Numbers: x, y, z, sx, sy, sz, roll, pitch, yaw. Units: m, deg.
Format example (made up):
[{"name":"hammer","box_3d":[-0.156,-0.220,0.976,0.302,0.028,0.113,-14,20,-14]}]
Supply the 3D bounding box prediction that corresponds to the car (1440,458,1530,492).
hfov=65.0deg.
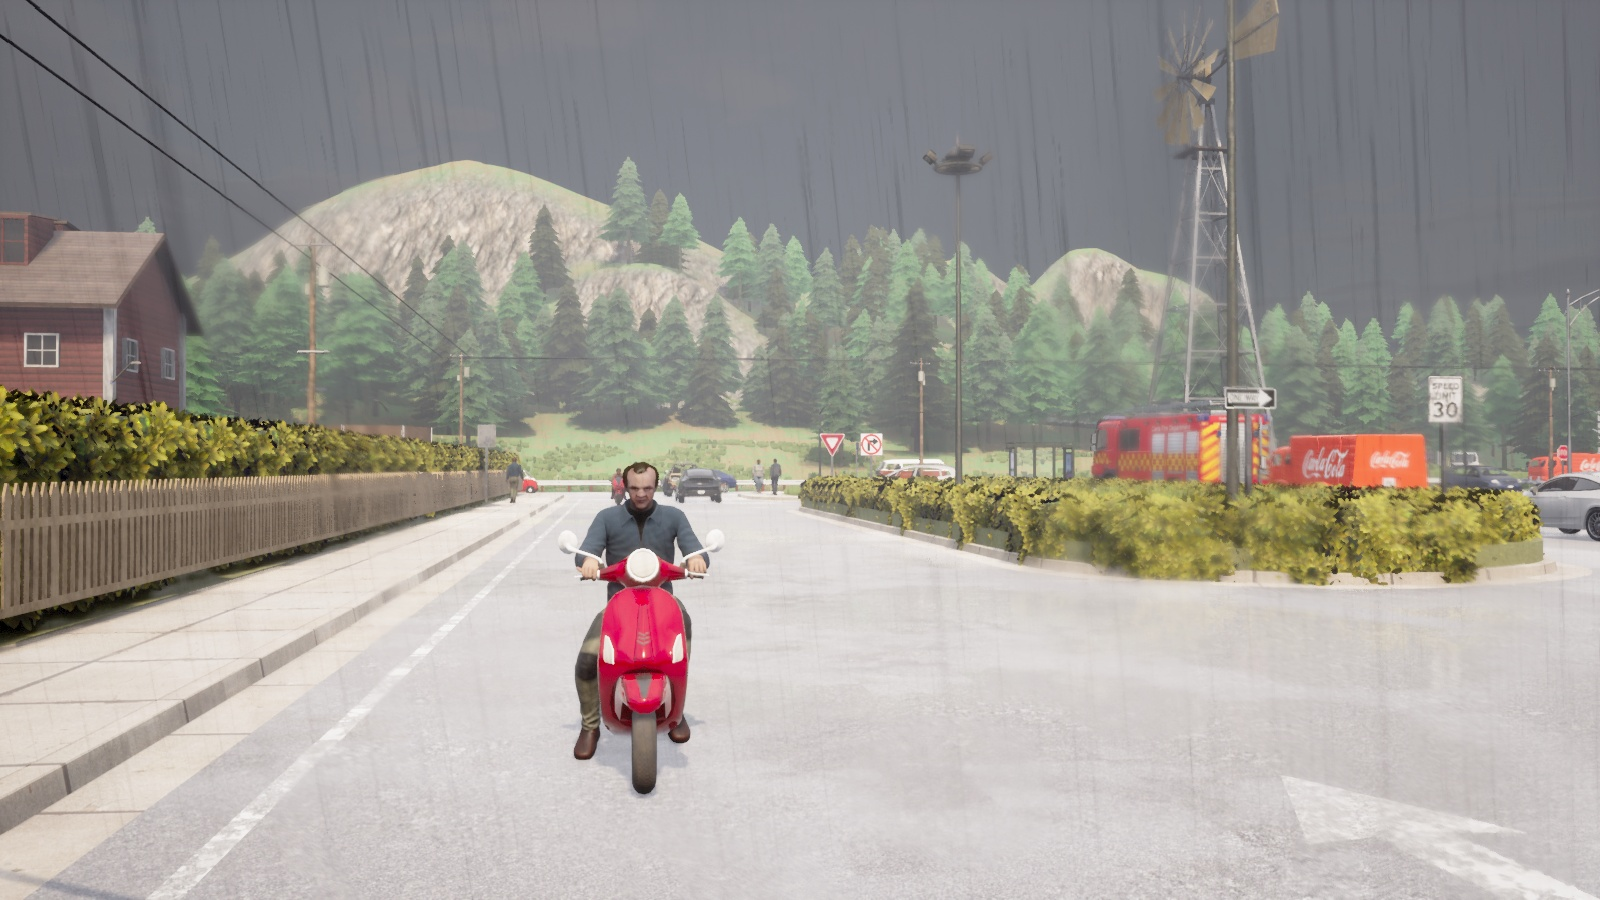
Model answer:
[{"name":"car","box_3d":[34.263,1.256,62.927,1.851,1.617,3.988,0,-1,-9]}]

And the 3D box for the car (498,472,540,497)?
[{"name":"car","box_3d":[-15.905,1.961,71.096,2.207,1.376,1.481,-1,-1,-8]}]

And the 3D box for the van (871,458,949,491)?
[{"name":"van","box_3d":[6.779,1.524,77.855,4.480,2.038,2.069,0,-1,-8]}]

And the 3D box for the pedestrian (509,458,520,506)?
[{"name":"pedestrian","box_3d":[-11.041,1.216,48.527,0.370,1.835,0.726,0,-1,-9]}]

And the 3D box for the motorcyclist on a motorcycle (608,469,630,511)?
[{"name":"motorcyclist on a motorcycle","box_3d":[-6.857,1.494,47.579,0.797,1.523,2.044,0,-1,-8]}]

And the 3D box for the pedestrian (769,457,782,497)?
[{"name":"pedestrian","box_3d":[-1.215,1.306,61.616,0.423,1.949,0.788,0,-1,-19]}]

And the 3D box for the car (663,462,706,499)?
[{"name":"car","box_3d":[-6.175,1.578,66.622,1.932,1.855,4.605,0,-1,-9]}]

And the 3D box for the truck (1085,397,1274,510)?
[{"name":"truck","box_3d":[13.911,0.158,46.998,2.891,3.827,8.468,0,-1,-13]}]

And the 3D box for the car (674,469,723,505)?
[{"name":"car","box_3d":[-4.563,1.610,56.032,1.837,1.490,4.892,0,-1,-8]}]

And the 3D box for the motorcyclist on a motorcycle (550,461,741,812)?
[{"name":"motorcyclist on a motorcycle","box_3d":[-0.841,0.865,6.701,0.866,1.590,1.817,0,-1,-8]}]

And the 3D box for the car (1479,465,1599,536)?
[{"name":"car","box_3d":[17.195,1.056,27.343,1.812,1.442,4.674,0,-1,-8]}]

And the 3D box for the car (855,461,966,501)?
[{"name":"car","box_3d":[4.821,1.345,54.410,4.611,1.667,2.242,-1,-1,10]}]

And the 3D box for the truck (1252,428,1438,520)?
[{"name":"truck","box_3d":[15.742,0.682,36.715,2.627,2.467,5.204,0,-1,-8]}]

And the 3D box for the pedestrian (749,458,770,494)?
[{"name":"pedestrian","box_3d":[-2.122,1.368,65.682,0.874,1.855,0.900,0,-1,-15]}]

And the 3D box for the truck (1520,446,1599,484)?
[{"name":"truck","box_3d":[51.578,1.017,84.219,5.204,2.467,2.627,0,-1,-8]}]

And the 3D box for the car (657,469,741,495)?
[{"name":"car","box_3d":[-6.050,1.899,75.097,4.674,1.442,1.812,0,-1,-26]}]
